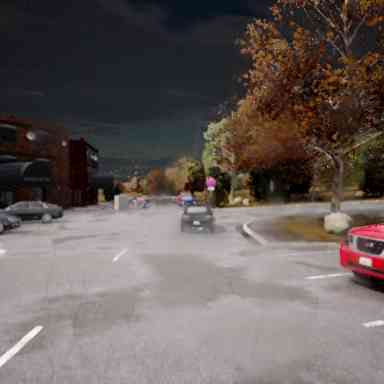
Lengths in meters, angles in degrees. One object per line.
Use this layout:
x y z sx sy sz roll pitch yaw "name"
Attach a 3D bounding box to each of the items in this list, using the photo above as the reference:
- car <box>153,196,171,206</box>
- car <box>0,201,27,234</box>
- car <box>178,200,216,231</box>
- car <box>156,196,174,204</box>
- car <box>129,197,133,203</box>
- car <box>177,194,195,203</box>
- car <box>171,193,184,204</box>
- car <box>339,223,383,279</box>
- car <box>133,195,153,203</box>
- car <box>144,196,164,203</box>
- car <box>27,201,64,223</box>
-4.935 1.416 54.387 1.882 1.535 5.008 0 0 -8 "car"
-11.426 1.403 16.966 4.892 1.521 2.231 -1 0 -20 "car"
0.400 1.428 19.628 1.812 1.442 4.674 0 0 4 "car"
-5.684 1.559 69.016 2.097 1.535 5.008 -1 -1 -27 "car"
-11.957 1.722 78.342 2.097 1.535 5.008 -1 0 -41 "car"
-0.660 1.353 46.569 2.097 1.535 5.008 0 -1 -1 "car"
-3.477 1.506 63.717 2.231 1.521 4.892 0 0 -18 "car"
6.374 1.194 8.179 5.566 2.045 2.435 1 1 -20 "car"
-10.018 1.490 69.717 2.097 1.767 4.553 -1 0 -29 "car"
-8.437 1.609 73.887 2.231 1.521 4.892 -1 0 -35 "car"
-11.417 1.375 22.829 4.892 1.521 2.231 -1 1 -20 "car"
